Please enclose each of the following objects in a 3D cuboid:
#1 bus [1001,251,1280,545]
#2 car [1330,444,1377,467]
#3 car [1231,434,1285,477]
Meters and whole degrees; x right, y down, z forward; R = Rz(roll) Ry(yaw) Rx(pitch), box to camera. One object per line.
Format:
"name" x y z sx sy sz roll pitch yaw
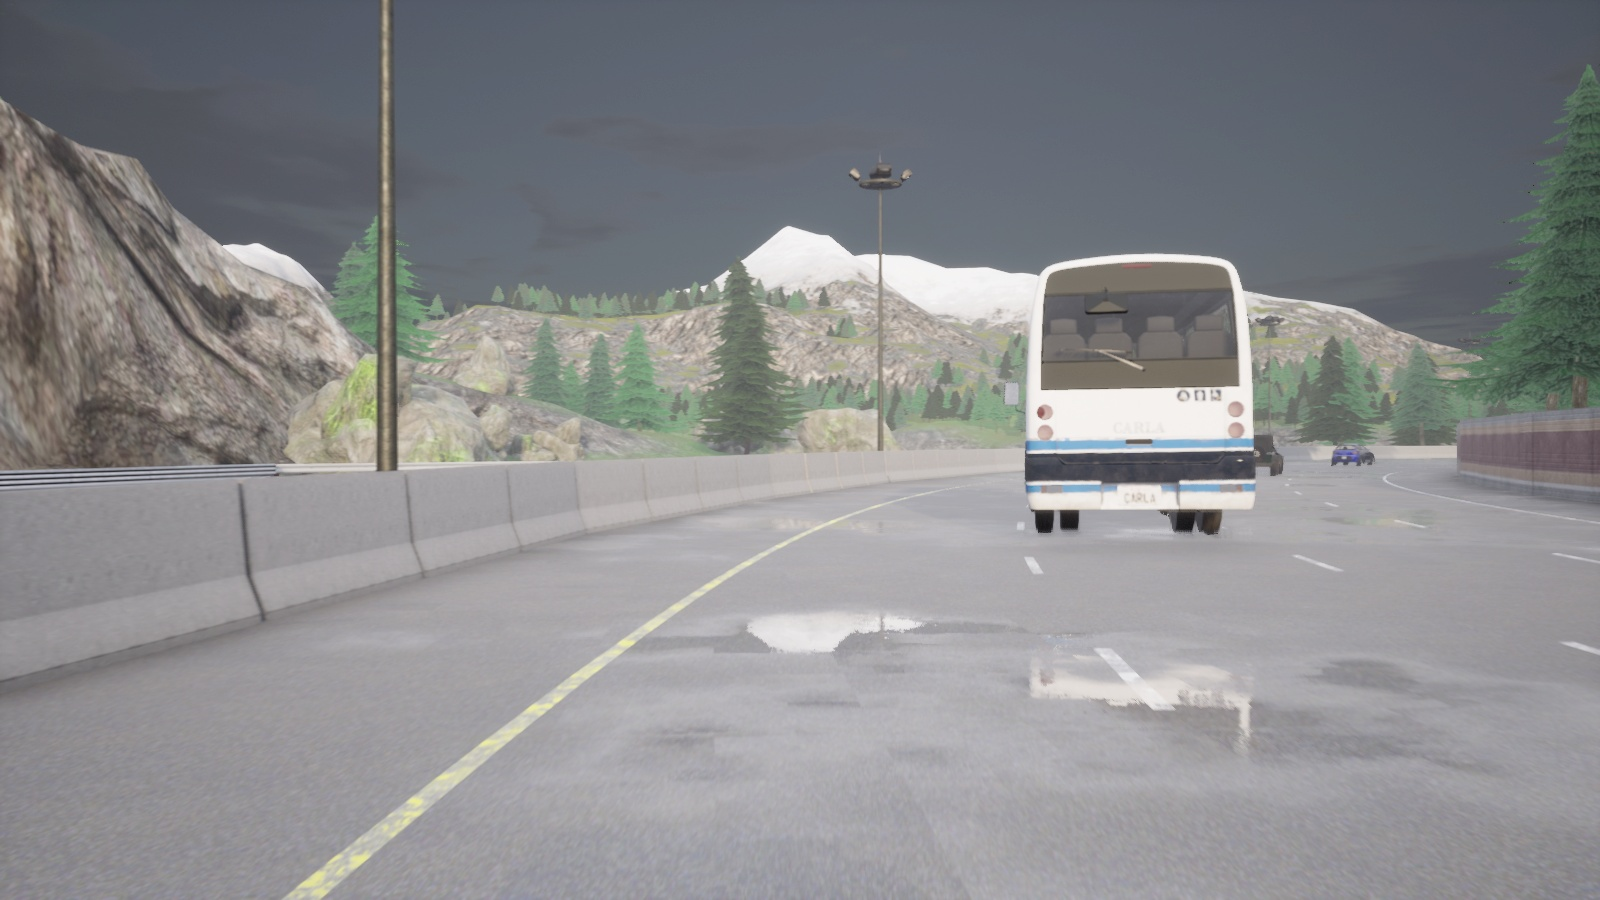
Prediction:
"bus" 5.899 -0.756 23.557 3.944 4.253 10.273 -1 0 10
"car" 35.565 0.345 80.654 1.816 1.474 4.193 0 0 38
"car" 21.060 0.241 57.606 1.905 1.878 3.866 0 0 26
